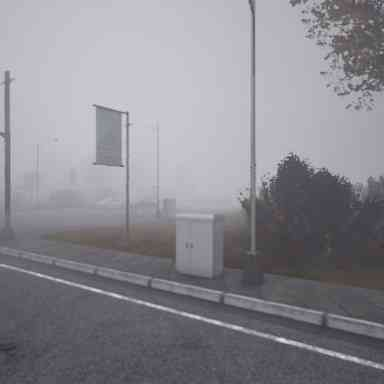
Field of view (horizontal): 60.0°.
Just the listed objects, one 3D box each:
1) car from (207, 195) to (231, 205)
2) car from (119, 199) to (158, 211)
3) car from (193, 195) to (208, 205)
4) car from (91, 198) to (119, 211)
[{"bbox_3d":[5.205,1.452,58.721,1.882,1.535,5.008,0,0,33],"label":"car"},{"bbox_3d":[-6.239,1.574,40.865,1.895,1.301,4.718,0,0,32],"label":"car"},{"bbox_3d":[2.053,1.318,60.292,2.097,1.767,4.553,0,0,33],"label":"car"},{"bbox_3d":[-10.245,1.495,41.082,1.812,1.442,4.674,0,0,32],"label":"car"}]
